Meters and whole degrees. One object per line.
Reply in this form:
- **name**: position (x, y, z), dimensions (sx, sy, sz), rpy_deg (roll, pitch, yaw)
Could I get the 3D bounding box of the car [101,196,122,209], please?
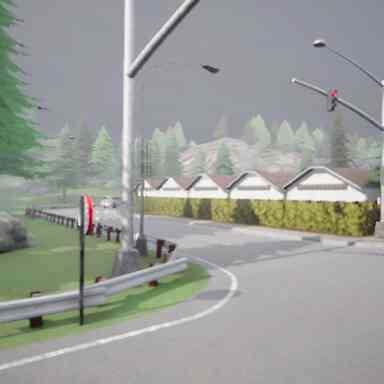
- **car**: position (-11.815, 1.647, 52.967), dimensions (2.150, 2.045, 5.566), rpy_deg (0, 0, 36)
